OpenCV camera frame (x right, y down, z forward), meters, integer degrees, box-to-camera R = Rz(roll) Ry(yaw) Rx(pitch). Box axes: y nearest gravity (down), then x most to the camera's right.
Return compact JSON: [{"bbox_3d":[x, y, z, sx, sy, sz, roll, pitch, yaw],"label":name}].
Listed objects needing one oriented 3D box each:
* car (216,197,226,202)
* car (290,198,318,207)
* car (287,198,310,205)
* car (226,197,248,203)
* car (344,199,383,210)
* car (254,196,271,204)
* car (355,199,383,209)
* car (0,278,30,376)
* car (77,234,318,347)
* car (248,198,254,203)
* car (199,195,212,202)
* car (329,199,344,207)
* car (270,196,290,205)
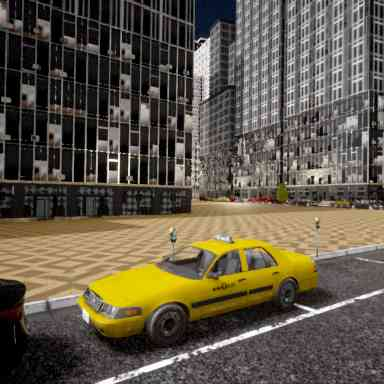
[{"bbox_3d":[7.895,1.848,79.279,1.752,1.417,4.829,1,-1,-22],"label":"car"},{"bbox_3d":[18.369,1.717,53.538,2.008,1.369,4.403,1,-1,-22],"label":"car"},{"bbox_3d":[21.444,1.929,66.885,2.008,1.369,4.403,1,-1,-22],"label":"car"},{"bbox_3d":[9.939,1.732,74.258,1.967,1.590,4.097,1,-1,-22],"label":"car"},{"bbox_3d":[22.584,1.655,43.179,2.008,1.369,4.403,1,-1,-22],"label":"car"},{"bbox_3d":[17.230,1.756,77.252,2.192,1.841,5.009,1,-1,-22],"label":"car"},{"bbox_3d":[27.770,1.835,51.340,2.008,1.369,4.403,1,-1,-22],"label":"car"},{"bbox_3d":[-3.964,1.565,3.258,4.313,1.339,1.947,0,1,-36],"label":"car"},{"bbox_3d":[0.401,1.528,6.315,4.829,1.417,1.752,0,1,-35],"label":"car"},{"bbox_3d":[15.117,2.054,82.431,1.802,1.307,4.206,1,-1,-22],"label":"car"},{"bbox_3d":[3.618,1.701,89.797,2.192,1.841,5.009,1,-1,-22],"label":"car"},{"bbox_3d":[25.597,1.842,56.679,1.752,1.417,4.829,1,-1,-22],"label":"car"},{"bbox_3d":[16.263,1.638,58.719,1.967,1.590,4.097,1,-1,-22],"label":"car"}]
